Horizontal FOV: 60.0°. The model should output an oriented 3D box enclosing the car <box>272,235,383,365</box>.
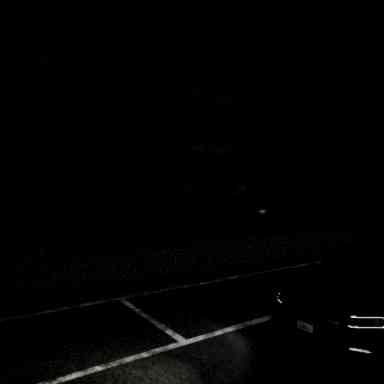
[{"bbox_3d":[3.550,1.531,5.837,5.008,1.535,1.882,1,0,-35],"label":"car"}]
